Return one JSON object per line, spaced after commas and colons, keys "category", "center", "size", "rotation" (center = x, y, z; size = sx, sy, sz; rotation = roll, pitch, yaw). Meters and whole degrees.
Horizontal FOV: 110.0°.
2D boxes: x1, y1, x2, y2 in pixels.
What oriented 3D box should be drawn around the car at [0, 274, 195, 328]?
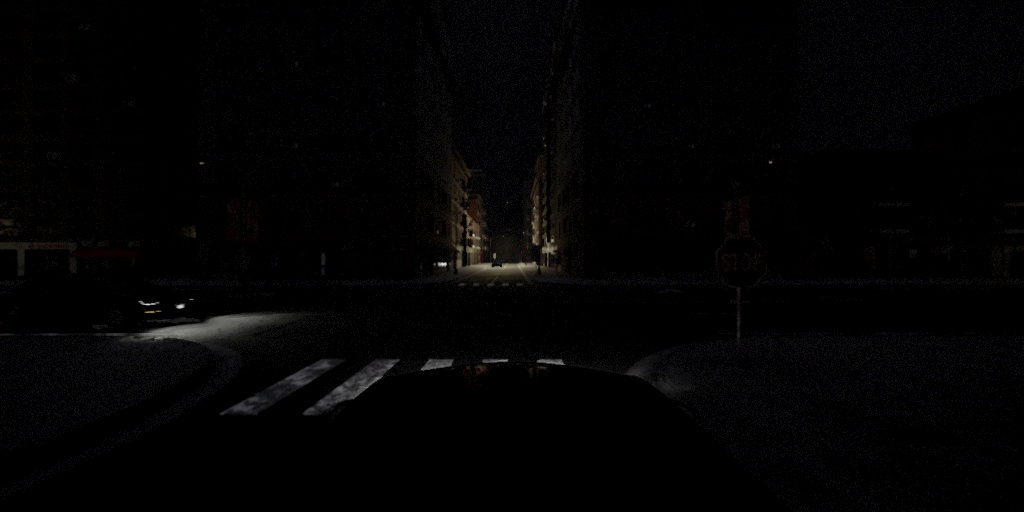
{"category": "car", "center": [-12.573, 1.303, 10.967], "size": [4.892, 1.490, 1.837], "rotation": [0, 0, 0]}
